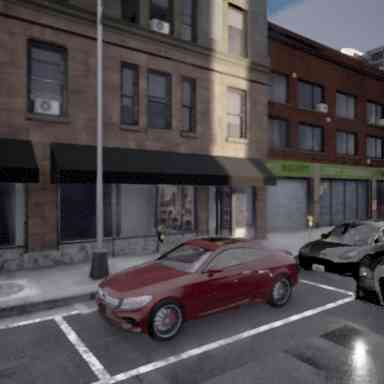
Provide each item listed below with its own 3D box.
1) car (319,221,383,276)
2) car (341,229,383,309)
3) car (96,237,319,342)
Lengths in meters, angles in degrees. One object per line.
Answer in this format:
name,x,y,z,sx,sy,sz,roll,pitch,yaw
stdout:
car,4.977,1.544,9.658,4.313,1.339,1.947,0,0,-35
car,5.137,1.549,6.672,4.181,1.385,1.994,0,0,-35
car,0.325,1.568,6.395,4.206,1.307,1.802,0,0,-35
